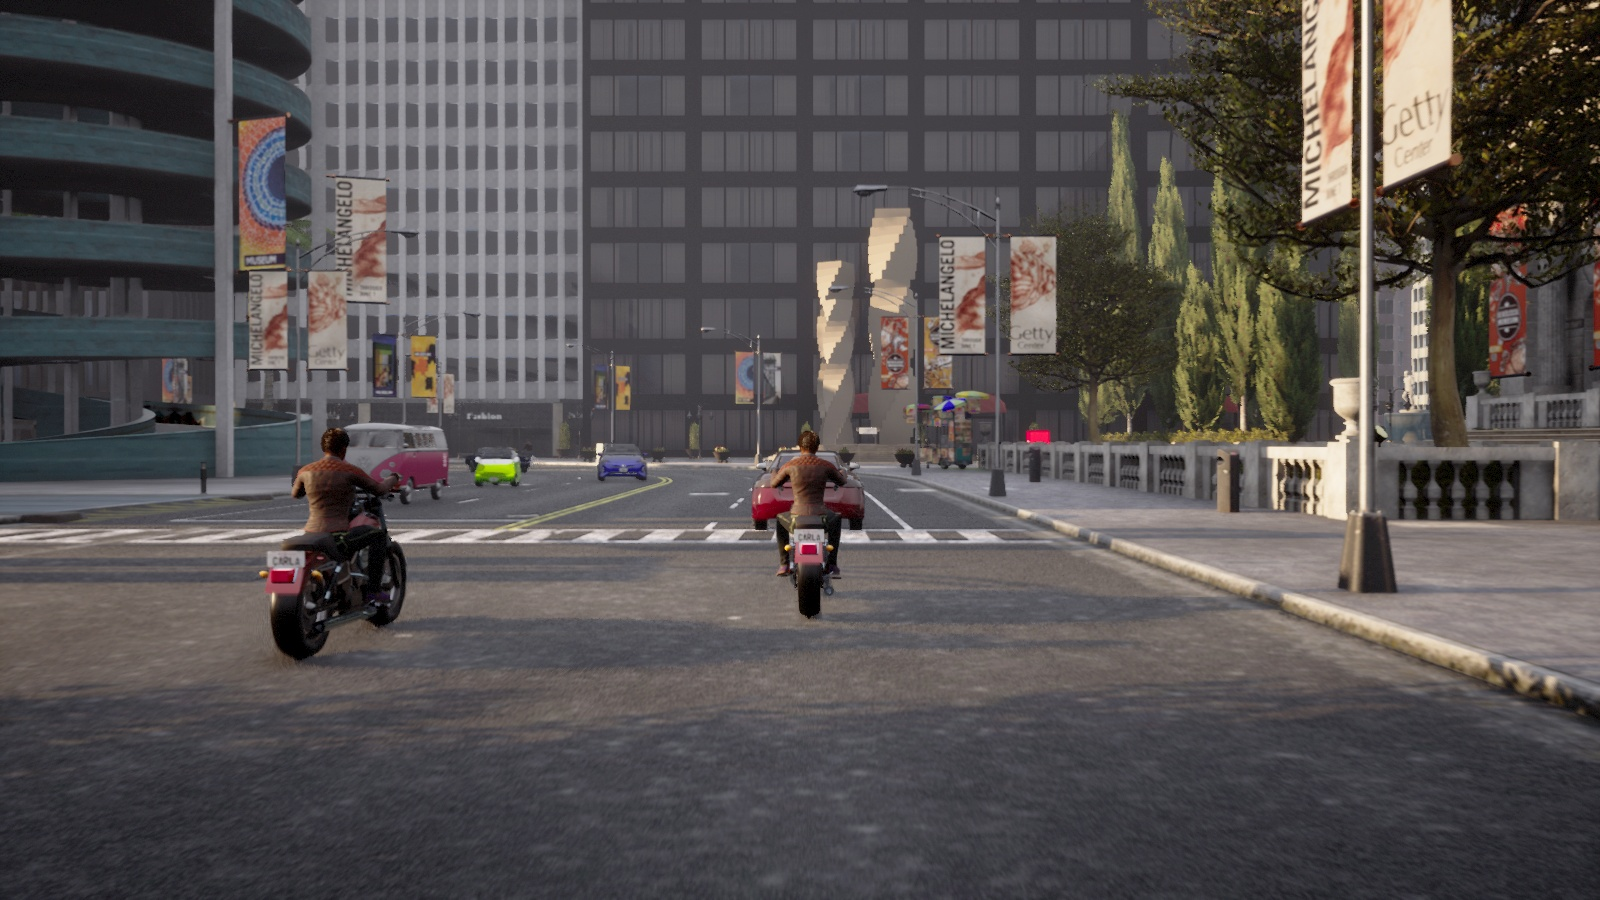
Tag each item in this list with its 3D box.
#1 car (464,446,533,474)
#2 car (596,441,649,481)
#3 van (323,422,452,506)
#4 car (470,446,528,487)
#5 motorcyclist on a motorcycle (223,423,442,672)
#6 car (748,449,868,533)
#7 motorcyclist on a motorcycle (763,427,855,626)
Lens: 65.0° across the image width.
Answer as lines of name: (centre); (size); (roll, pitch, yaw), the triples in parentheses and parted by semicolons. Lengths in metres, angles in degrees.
car: (-15.130, 0.482, 62.865); (1.895, 1.301, 4.718); (0, 0, -33)
car: (-7.169, 0.405, 50.374); (2.007, 1.525, 4.514); (0, 0, -10)
van: (-10.308, 0.313, 31.737); (1.775, 1.987, 4.442); (0, 0, 0)
car: (-10.329, 0.550, 43.204); (1.481, 1.376, 2.207); (0, 0, -1)
motorcyclist on a motorcycle: (-3.431, 0.641, 9.488); (0.766, 1.649, 2.350); (0, 0, 0)
car: (0.147, 0.681, 23.112); (1.994, 1.385, 4.181); (0, 0, 0)
motorcyclist on a motorcycle: (0.081, 0.632, 11.571); (0.766, 1.649, 2.350); (0, 0, 0)
